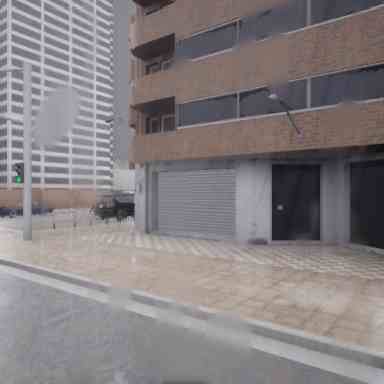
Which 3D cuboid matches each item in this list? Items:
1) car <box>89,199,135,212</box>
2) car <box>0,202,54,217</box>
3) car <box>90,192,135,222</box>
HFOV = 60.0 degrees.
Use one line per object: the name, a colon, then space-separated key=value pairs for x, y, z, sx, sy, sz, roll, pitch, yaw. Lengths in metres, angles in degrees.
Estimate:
car: x=-9.374 y=1.547 z=39.410 sx=2.033 sy=1.411 sz=5.357 roll=0 pitch=0 yaw=36
car: x=-15.529 y=1.601 z=30.953 sx=1.895 sy=1.301 sz=4.718 roll=0 pitch=0 yaw=36
car: x=-5.203 y=1.220 z=26.964 sx=2.150 sy=2.045 sz=5.566 roll=0 pitch=0 yaw=36
